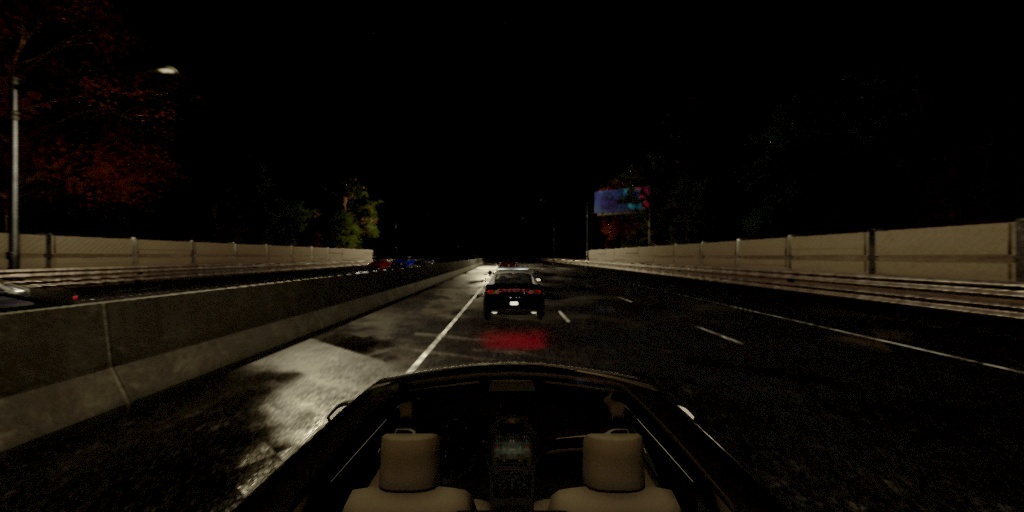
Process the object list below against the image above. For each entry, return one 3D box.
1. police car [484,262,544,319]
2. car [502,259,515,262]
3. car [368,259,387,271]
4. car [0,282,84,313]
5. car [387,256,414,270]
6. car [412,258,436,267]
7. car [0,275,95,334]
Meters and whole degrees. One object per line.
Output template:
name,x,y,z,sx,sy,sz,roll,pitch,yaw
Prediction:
police car,0.048,1.174,13.026,1.930,1.638,5.238,0,0,0
car,-0.414,1.094,42.850,2.097,1.767,4.553,0,0,-1
car,-18.267,1.220,49.600,1.882,1.535,5.008,0,0,-1
car,-10.616,1.315,6.267,1.994,1.385,4.181,0,0,0
car,-14.747,0.964,48.845,2.150,2.045,5.566,0,0,-1
car,-11.215,1.233,47.548,2.128,1.511,4.902,0,0,-1
car,-14.123,1.300,8.582,2.033,1.411,5.357,0,0,0
